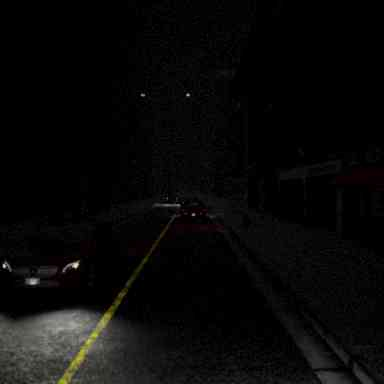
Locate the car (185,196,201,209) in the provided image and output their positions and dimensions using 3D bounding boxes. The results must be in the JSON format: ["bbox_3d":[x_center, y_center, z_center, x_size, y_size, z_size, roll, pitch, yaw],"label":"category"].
[{"bbox_3d":[0.118,1.253,41.439,1.994,1.385,4.181,0,0,0],"label":"car"}]

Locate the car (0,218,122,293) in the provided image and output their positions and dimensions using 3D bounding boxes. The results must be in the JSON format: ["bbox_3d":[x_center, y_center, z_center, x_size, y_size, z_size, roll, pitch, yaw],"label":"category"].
[{"bbox_3d":[-3.097,1.457,8.795,1.812,1.442,4.674,0,0,0],"label":"car"}]

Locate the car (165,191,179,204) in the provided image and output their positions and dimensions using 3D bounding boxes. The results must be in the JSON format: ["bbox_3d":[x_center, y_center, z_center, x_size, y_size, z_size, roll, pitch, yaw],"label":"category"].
[{"bbox_3d":[-3.047,0.962,52.099,2.097,1.767,4.553,0,0,0],"label":"car"}]

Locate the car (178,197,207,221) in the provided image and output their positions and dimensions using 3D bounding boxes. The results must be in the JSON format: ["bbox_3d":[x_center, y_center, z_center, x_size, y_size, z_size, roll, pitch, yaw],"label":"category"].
[{"bbox_3d":[0.111,1.338,24.708,1.812,1.442,4.674,0,0,0],"label":"car"}]
